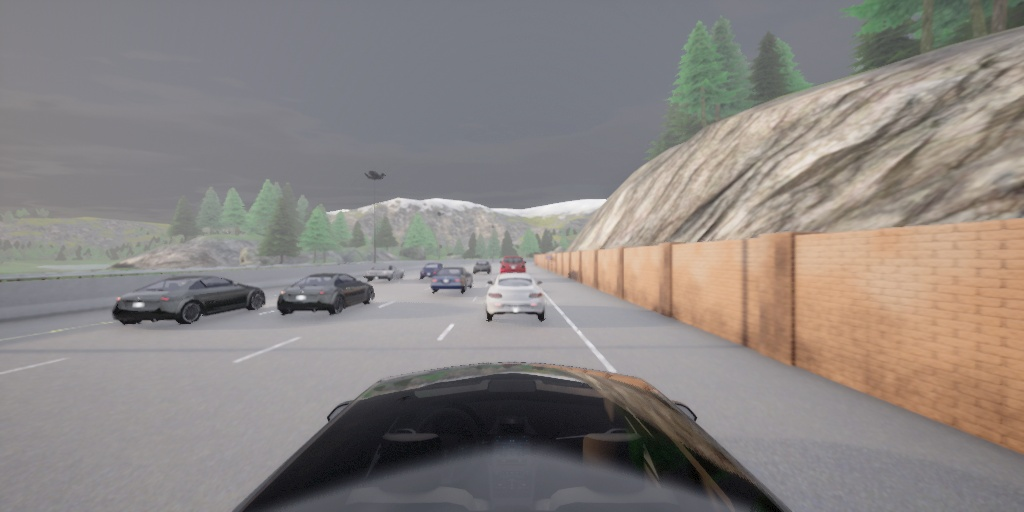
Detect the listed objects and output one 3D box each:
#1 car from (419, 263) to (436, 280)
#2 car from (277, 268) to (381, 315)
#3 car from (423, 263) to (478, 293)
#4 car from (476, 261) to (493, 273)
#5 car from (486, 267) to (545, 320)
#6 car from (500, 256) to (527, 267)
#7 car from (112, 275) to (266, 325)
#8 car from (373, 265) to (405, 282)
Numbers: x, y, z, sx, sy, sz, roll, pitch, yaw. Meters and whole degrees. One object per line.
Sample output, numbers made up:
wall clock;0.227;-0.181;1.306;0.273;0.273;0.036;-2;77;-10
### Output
car;-6.891;1.325;31.978;1.812;1.442;4.674;0;0;0
car;-6.896;1.336;13.735;1.994;1.385;4.181;0;0;0
car;-3.395;1.328;20.976;2.033;1.411;5.357;0;0;0
car;-3.392;1.304;41.997;2.128;1.511;4.902;0;0;0
car;0.105;1.292;12.526;1.812;1.442;4.674;0;0;0
car;0.108;1.016;31.437;2.150;2.045;5.566;0;0;0
car;-10.395;1.335;11.991;1.994;1.385;4.181;0;0;0
car;-10.392;1.399;29.686;1.895;1.301;4.718;0;0;0
